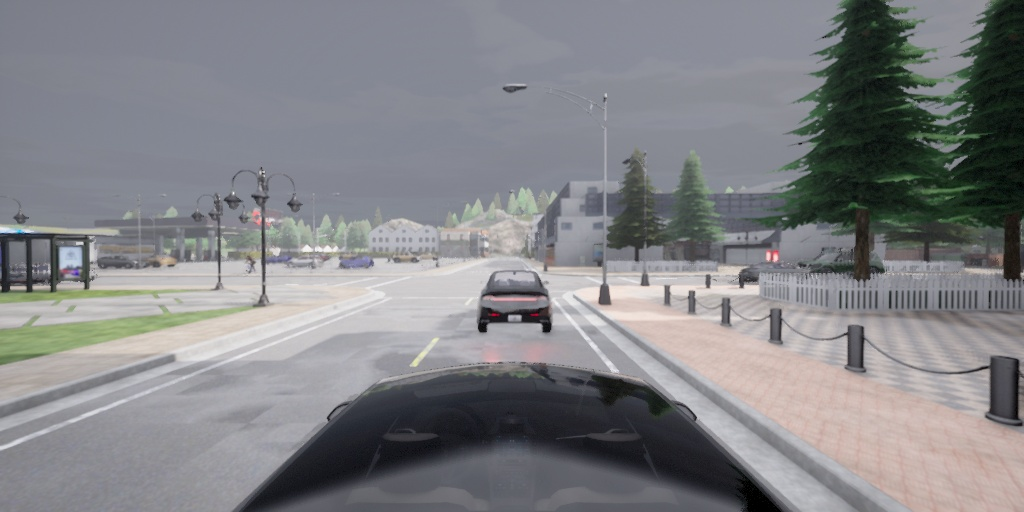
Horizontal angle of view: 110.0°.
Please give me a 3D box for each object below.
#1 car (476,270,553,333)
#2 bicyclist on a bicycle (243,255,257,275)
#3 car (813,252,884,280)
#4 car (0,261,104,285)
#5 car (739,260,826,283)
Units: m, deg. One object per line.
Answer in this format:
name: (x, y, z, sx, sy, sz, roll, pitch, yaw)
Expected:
car: (0.077, 1.143, 10.346, 2.128, 1.511, 4.902, 0, 1, 0)
bicyclist on a bicycle: (-21.889, 0.744, 30.007, 0.582, 1.620, 1.656, 0, 1, -1)
car: (24.225, 0.702, 26.668, 5.566, 2.045, 2.150, 0, 1, -1)
car: (-29.168, 1.130, 22.461, 4.718, 1.301, 1.895, 0, 1, 0)
car: (16.956, 1.090, 22.902, 4.181, 1.385, 1.994, 0, 1, -1)
